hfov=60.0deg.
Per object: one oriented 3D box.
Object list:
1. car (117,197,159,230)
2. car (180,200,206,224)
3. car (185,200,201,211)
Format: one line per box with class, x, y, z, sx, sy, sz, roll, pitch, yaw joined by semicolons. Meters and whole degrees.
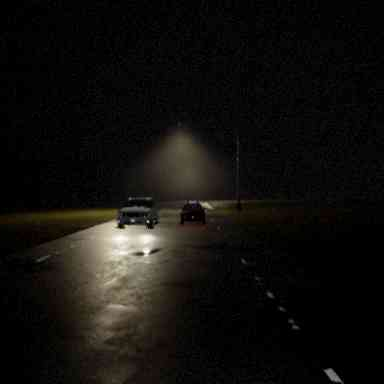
car;-3.571;1.386;22.918;2.150;2.045;5.566;0;0;0
car;0.079;1.649;26.501;1.882;1.535;5.008;0;0;0
car;0.093;1.769;44.105;1.994;1.385;4.181;0;0;0
